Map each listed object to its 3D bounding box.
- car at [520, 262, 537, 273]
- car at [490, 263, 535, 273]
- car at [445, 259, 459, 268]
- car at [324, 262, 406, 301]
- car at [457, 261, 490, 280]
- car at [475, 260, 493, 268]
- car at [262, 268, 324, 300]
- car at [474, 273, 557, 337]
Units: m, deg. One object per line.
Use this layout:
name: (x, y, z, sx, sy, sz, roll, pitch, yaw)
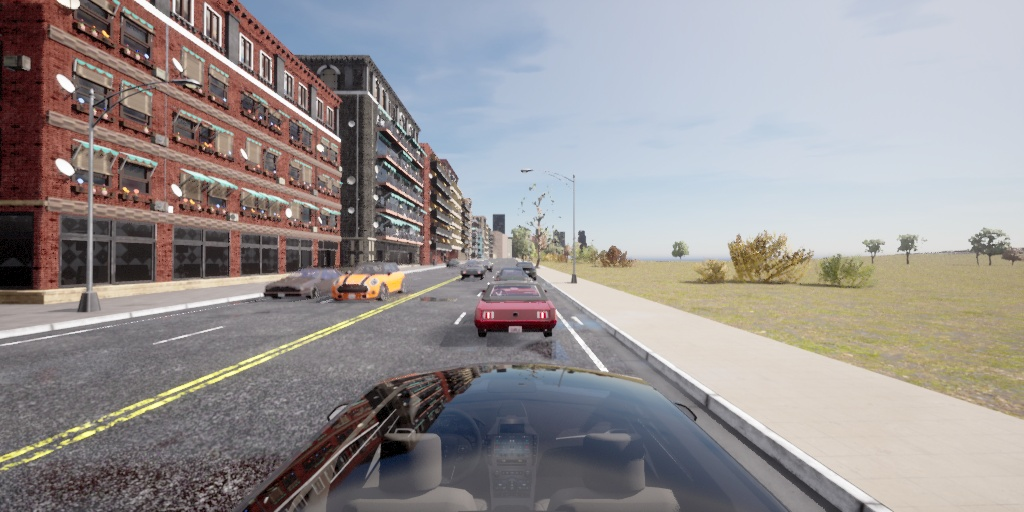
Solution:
car: (1.044, 1.255, 30.253, 1.837, 1.490, 4.892, 0, 0, 0)
car: (0.031, 1.315, 20.259, 1.994, 1.385, 4.181, 0, 0, 0)
car: (-10.017, 1.251, 60.658, 1.837, 1.490, 4.892, 0, -1, 0)
car: (-6.651, 1.102, 17.119, 2.097, 1.767, 4.553, 0, 0, 0)
car: (-3.247, 1.350, 31.167, 1.895, 1.301, 4.718, 0, 0, 0)
car: (-3.288, 1.349, 44.572, 1.895, 1.301, 4.718, 0, 0, 0)
car: (-9.905, 1.297, 18.037, 2.033, 1.411, 5.357, 0, 0, 0)
car: (0.073, 1.351, 10.229, 1.895, 1.301, 4.718, 0, 0, 0)
